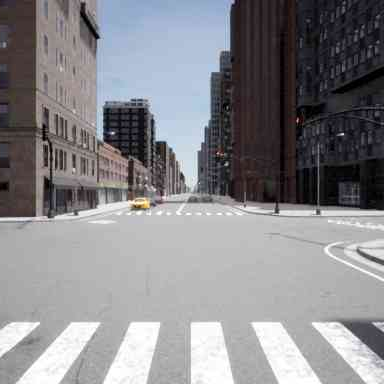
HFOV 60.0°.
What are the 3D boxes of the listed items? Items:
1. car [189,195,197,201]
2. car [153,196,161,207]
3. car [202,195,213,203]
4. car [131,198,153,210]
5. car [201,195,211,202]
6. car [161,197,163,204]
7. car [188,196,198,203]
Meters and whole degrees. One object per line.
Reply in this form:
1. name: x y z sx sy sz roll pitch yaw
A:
1. car: 0.163 1.558 82.119 1.994 1.385 4.181 0 0 0
2. car: -6.481 1.574 51.436 1.994 1.385 4.181 0 0 1
3. car: 3.391 1.533 70.952 2.128 1.511 4.902 0 0 0
4. car: -6.514 1.486 42.186 1.882 1.535 5.008 0 0 0
5. car: 3.412 1.501 81.372 2.128 1.511 4.902 0 0 0
6. car: -6.440 1.489 61.857 1.882 1.535 5.008 0 0 0
7. car: 0.166 1.527 71.805 2.128 1.511 4.902 0 0 0
